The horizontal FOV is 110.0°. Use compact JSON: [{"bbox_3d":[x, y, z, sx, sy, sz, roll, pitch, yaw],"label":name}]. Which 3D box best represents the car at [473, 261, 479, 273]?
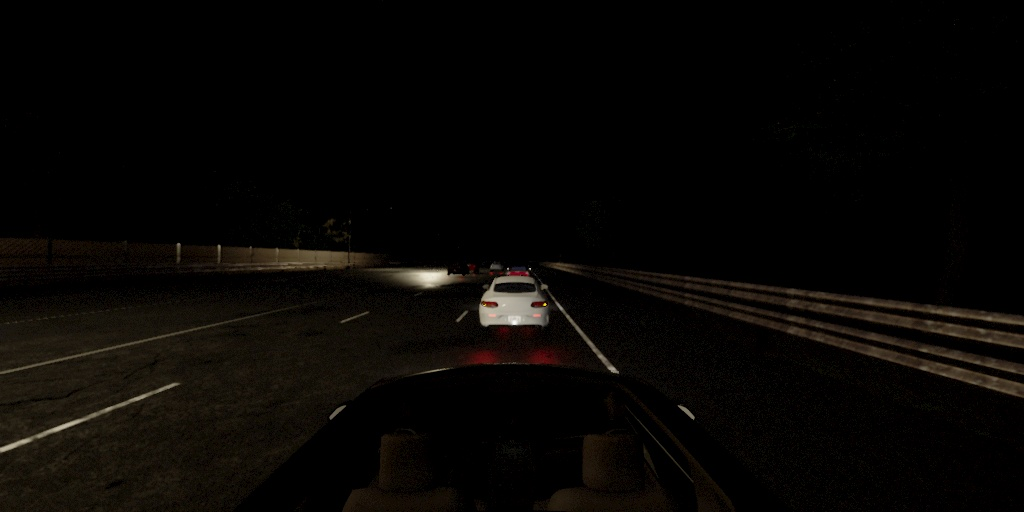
[{"bbox_3d":[-5.763,1.387,49.507,2.097,1.767,4.553,0,-1,1],"label":"car"}]

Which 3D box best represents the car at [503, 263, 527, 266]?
[{"bbox_3d":[0.547,1.400,27.737,1.994,1.385,4.181,0,0,2],"label":"car"}]

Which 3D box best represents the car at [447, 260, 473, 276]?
[{"bbox_3d":[-5.979,1.414,40.431,1.882,1.535,5.008,0,-1,2],"label":"car"}]

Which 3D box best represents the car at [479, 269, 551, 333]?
[{"bbox_3d":[0.096,1.281,10.591,1.812,1.442,4.674,0,0,1],"label":"car"}]

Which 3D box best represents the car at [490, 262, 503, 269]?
[{"bbox_3d":[-2.186,1.622,53.181,1.812,1.442,4.674,0,-1,1],"label":"car"}]

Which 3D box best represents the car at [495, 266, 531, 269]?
[{"bbox_3d":[0.296,1.384,19.269,1.895,1.301,4.718,0,0,2],"label":"car"}]
